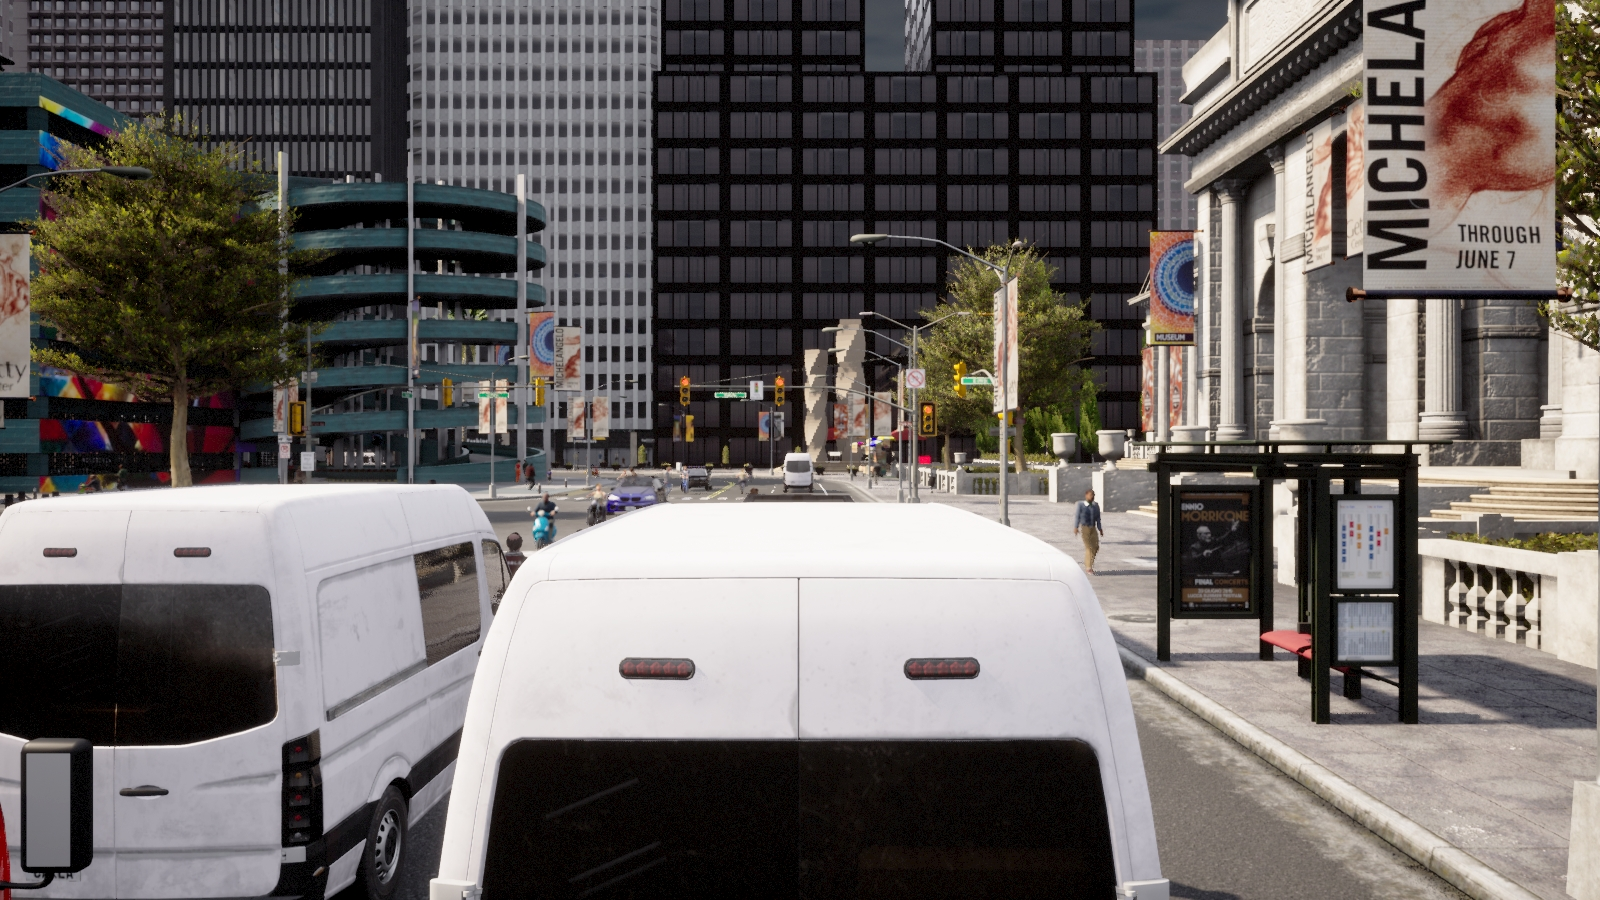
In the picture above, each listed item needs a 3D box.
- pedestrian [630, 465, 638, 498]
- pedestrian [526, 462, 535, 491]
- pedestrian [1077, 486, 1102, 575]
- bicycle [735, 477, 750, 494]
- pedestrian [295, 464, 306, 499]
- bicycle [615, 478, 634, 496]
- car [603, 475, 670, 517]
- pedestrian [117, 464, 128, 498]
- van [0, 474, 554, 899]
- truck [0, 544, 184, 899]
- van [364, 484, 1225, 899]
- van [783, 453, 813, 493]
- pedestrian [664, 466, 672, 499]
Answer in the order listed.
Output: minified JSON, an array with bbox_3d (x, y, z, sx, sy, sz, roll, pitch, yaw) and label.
[{"bbox_3d":[-9.573,1.824,65.932,0.375,1.860,0.375,0,0,-21],"label":"pedestrian"},{"bbox_3d":[-17.126,1.670,72.628,0.375,1.860,0.375,0,0,22],"label":"pedestrian"},{"bbox_3d":[6.093,1.687,24.079,0.375,1.860,0.375,0,0,-13],"label":"pedestrian"},{"bbox_3d":[-3.618,2.229,71.956,0.859,1.080,1.487,0,0,0],"label":"bicycle"},{"bbox_3d":[-26.615,1.674,60.901,0.375,1.860,0.375,0,0,16],"label":"pedestrian"},{"bbox_3d":[-10.637,2.230,69.318,0.859,1.080,1.487,0,0,1],"label":"bicycle"},{"bbox_3d":[-7.050,1.950,49.760,2.242,1.667,4.611,0,0,0],"label":"car"},{"bbox_3d":[-36.820,1.673,62.101,0.375,1.860,0.375,0,0,13],"label":"pedestrian"},{"bbox_3d":[-3.517,1.531,8.781,1.988,2.561,5.915,0,0,0],"label":"van"},{"bbox_3d":[-3.506,1.567,1.456,2.627,2.467,5.204,0,0,0],"label":"truck"},{"bbox_3d":[-0.014,1.532,5.596,1.988,2.561,5.915,0,0,0],"label":"van"},{"bbox_3d":[-0.117,1.505,77.400,1.988,2.561,5.915,0,0,0],"label":"van"},{"bbox_3d":[-7.506,1.824,64.853,0.375,1.860,0.375,0,0,12],"label":"pedestrian"}]
